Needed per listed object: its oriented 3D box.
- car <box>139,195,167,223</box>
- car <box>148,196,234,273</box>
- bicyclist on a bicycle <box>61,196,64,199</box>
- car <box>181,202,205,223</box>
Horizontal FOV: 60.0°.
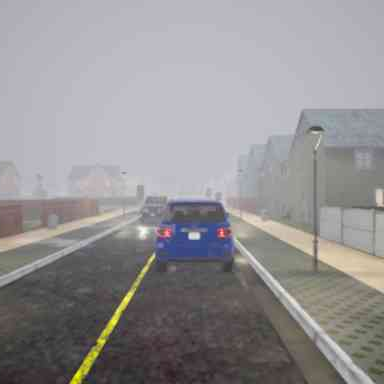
[{"bbox_3d":[-2.835,1.301,26.921,2.150,2.045,5.566,0,0,0],"label":"car"},{"bbox_3d":[0.076,1.247,10.970,2.150,2.045,5.566,0,-1,0],"label":"car"},{"bbox_3d":[-20.210,1.500,51.913,0.582,1.620,1.656,0,-1,0],"label":"bicyclist on a bicycle"},{"bbox_3d":[0.078,1.606,26.895,1.812,1.442,4.674,0,0,0],"label":"car"}]
